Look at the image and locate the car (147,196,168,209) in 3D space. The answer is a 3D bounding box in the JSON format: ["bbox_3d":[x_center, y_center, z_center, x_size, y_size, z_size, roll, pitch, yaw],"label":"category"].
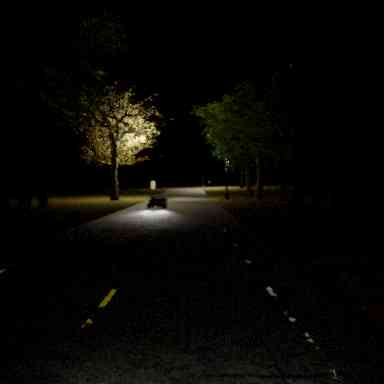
[{"bbox_3d":[-3.591,1.068,35.183,1.895,1.301,4.718,0,1,0],"label":"car"}]
